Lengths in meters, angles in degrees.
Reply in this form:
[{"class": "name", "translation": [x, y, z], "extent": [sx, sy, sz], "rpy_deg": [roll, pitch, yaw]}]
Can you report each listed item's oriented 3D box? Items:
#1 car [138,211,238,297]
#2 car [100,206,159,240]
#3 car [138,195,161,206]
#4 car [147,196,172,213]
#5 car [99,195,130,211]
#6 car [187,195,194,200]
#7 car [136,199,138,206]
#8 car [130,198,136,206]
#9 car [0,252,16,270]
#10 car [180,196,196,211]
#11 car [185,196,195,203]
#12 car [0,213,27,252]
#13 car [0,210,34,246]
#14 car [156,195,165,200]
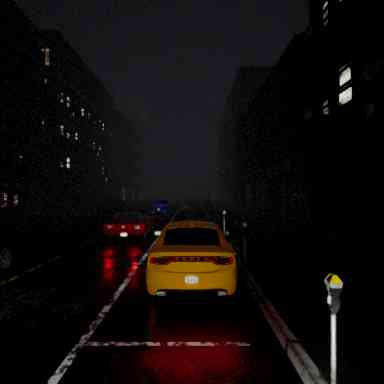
[{"class": "car", "translation": [-0.005, 1.478, 8.649], "extent": [1.882, 1.535, 5.008], "rpy_deg": [0, 0, 0]}, {"class": "car", "translation": [-3.044, 1.601, 17.121], "extent": [1.895, 1.301, 4.718], "rpy_deg": [0, 0, 0]}, {"class": "car", "translation": [-6.146, 1.153, 48.616], "extent": [2.033, 1.411, 5.357], "rpy_deg": [0, 0, 0]}, {"class": "car", "translation": [-3.146, 1.477, 34.014], "extent": [1.882, 1.535, 5.008], "rpy_deg": [0, 0, 0]}, {"class": "car", "translation": [-8.833, 1.314, 37.157], "extent": [2.192, 1.841, 5.009], "rpy_deg": [0, 0, 0]}, {"class": "car", "translation": [-0.452, 1.513, 93.685], "extent": [1.752, 1.417, 4.829], "rpy_deg": [0, 0, 0]}, {"class": "car", "translation": [-8.834, 1.543, 48.430], "extent": [1.887, 1.381, 4.507], "rpy_deg": [0, 0, 0]}, {"class": "car", "translation": [-8.834, 1.439, 42.793], "extent": [1.967, 1.590, 4.097], "rpy_deg": [0, 0, 0]}, {"class": "car", "translation": [-3.045, 1.491, 1.470], "extent": [2.128, 1.511, 4.902], "rpy_deg": [0, 0, 0]}, {"class": "car", "translation": [-0.454, 1.525, 37.323], "extent": [1.752, 1.417, 4.829], "rpy_deg": [0, 0, 0]}, {"class": "car", "translation": [-0.453, 1.545, 70.970], "extent": [2.008, 1.369, 4.403], "rpy_deg": [0, 0, 0]}, {"class": "car", "translation": [-6.246, 1.492, 8.157], "extent": [2.128, 1.511, 4.902], "rpy_deg": [0, 0, 0]}, {"class": "car", "translation": [-8.835, 1.583, 14.612], "extent": [1.802, 1.307, 4.206], "rpy_deg": [0, 0, 0]}, {"class": "car", "translation": [-8.834, 1.539, 93.519], "extent": [2.008, 1.369, 4.403], "rpy_deg": [0, 0, 0]}]
